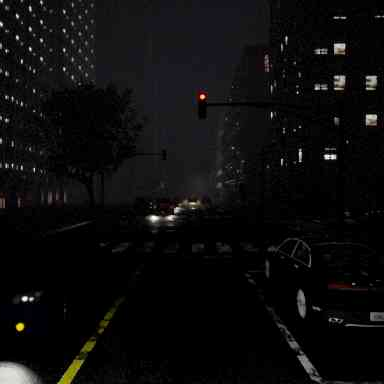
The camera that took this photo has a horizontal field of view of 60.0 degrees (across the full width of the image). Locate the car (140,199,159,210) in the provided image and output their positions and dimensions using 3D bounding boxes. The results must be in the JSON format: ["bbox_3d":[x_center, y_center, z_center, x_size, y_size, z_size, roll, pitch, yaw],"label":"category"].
[{"bbox_3d":[-5.707,1.592,44.858,1.947,1.339,4.313,0,0,0],"label":"car"}]

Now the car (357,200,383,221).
[{"bbox_3d":[14.931,1.283,23.796,4.892,1.490,1.837,-1,0,-1],"label":"car"}]

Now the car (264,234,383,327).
[{"bbox_3d":[2.686,1.551,6.950,2.008,1.369,4.403,0,0,0],"label":"car"}]

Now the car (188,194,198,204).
[{"bbox_3d":[0.077,1.652,66.142,1.895,1.301,4.718,0,0,0],"label":"car"}]

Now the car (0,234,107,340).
[{"bbox_3d":[-3.102,1.565,6.600,1.994,1.385,4.181,0,0,0],"label":"car"}]

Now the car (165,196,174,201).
[{"bbox_3d":[-5.720,1.632,83.518,2.008,1.369,4.403,0,0,0],"label":"car"}]

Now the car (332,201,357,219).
[{"bbox_3d":[13.416,1.350,26.359,4.403,1.369,2.008,-1,1,-1],"label":"car"}]

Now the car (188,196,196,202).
[{"bbox_3d":[-0.027,1.668,78.942,1.895,1.301,4.718,0,0,0],"label":"car"}]

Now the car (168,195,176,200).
[{"bbox_3d":[-5.724,1.654,94.564,2.008,1.369,4.403,0,0,0],"label":"car"}]

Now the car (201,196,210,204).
[{"bbox_3d":[2.666,1.578,67.122,1.752,1.417,4.829,0,0,0],"label":"car"}]

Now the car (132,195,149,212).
[{"bbox_3d":[-5.706,1.336,39.335,2.192,1.841,5.009,0,0,0],"label":"car"}]

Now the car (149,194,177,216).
[{"bbox_3d":[-2.854,1.367,33.175,2.097,1.767,4.553,0,0,-3],"label":"car"}]

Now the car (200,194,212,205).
[{"bbox_3d":[2.668,1.611,61.429,1.947,1.339,4.313,0,0,0],"label":"car"}]

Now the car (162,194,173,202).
[{"bbox_3d":[-5.719,1.386,77.995,2.192,1.841,5.009,0,0,0],"label":"car"}]

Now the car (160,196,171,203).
[{"bbox_3d":[-5.716,1.627,72.473,1.947,1.339,4.313,0,0,0],"label":"car"}]

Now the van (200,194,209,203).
[{"bbox_3d":[2.664,1.402,72.475,1.690,1.788,3.998,0,0,0],"label":"van"}]

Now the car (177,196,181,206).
[{"bbox_3d":[-3.112,1.634,51.423,1.895,1.301,4.718,0,0,0],"label":"car"}]

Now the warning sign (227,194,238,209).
[{"bbox_3d":[5.055,1.139,41.464,1.300,1.860,1.060,0,0,0],"label":"warning sign"}]
